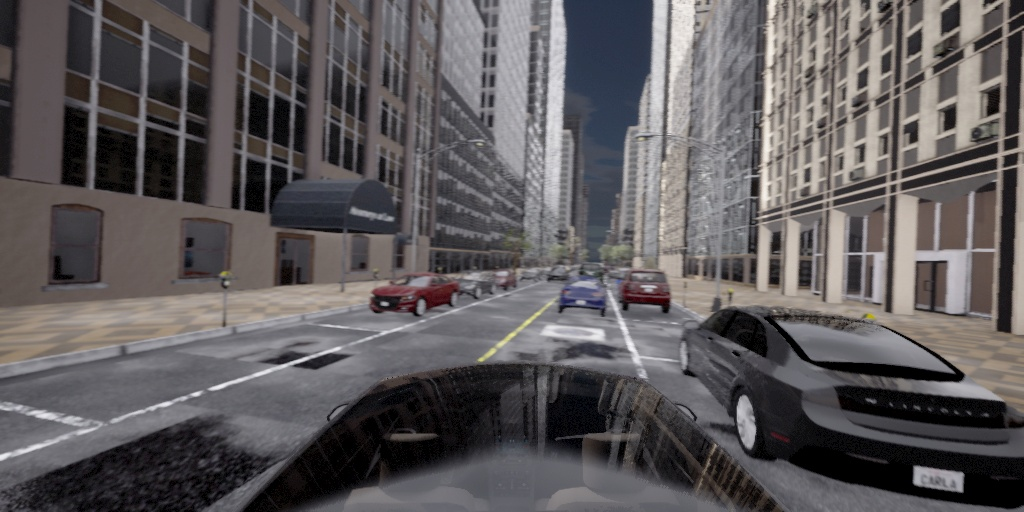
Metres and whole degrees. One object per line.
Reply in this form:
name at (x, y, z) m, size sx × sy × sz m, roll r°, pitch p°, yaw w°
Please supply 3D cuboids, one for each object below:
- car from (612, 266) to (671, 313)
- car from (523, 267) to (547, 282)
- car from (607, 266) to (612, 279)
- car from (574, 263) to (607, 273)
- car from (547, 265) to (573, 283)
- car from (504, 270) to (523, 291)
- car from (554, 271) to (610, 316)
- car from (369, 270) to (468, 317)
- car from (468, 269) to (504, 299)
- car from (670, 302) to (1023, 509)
car at (6.044, 1.517, 16.805) m, size 2.192 × 1.841 × 5.009 m, roll 0°, pitch 0°, yaw 13°
car at (1.857, 1.788, 35.337) m, size 2.007 × 1.370 × 4.403 m, roll 0°, pitch 0°, yaw 13°
car at (12.638, 2.380, 44.440) m, size 2.007 × 1.370 × 4.403 m, roll 0°, pitch 0°, yaw 13°
car at (7.007, 1.646, 31.809) m, size 2.150 × 2.045 × 5.566 m, roll 2°, pitch -1°, yaw 13°
car at (4.610, 1.868, 35.474) m, size 1.837 × 1.490 × 4.892 m, roll 2°, pitch -1°, yaw 14°
car at (-0.781, 1.569, 24.283) m, size 1.802 × 1.307 × 4.207 m, roll 0°, pitch 0°, yaw 13°
car at (3.052, 1.575, 15.280) m, size 1.812 × 1.442 × 4.674 m, roll 2°, pitch -1°, yaw 13°
car at (-3.418, 1.281, 13.229) m, size 1.888 × 1.381 × 4.507 m, roll 0°, pitch 0°, yaw 13°
car at (-2.100, 1.412, 18.756) m, size 2.007 × 1.370 × 4.403 m, roll 0°, pitch 0°, yaw 13°
car at (3.731, 1.460, 5.018) m, size 1.837 × 1.490 × 4.892 m, roll 2°, pitch -1°, yaw 13°
